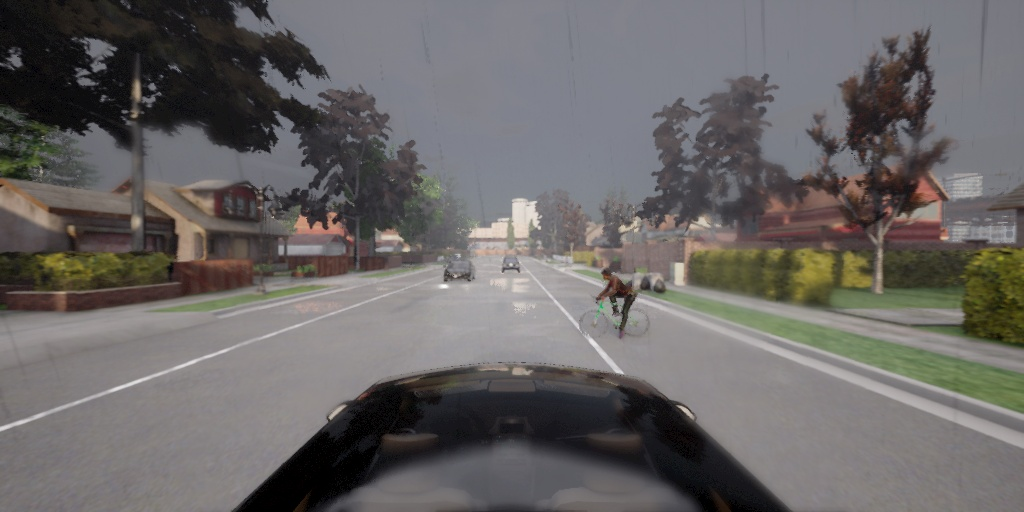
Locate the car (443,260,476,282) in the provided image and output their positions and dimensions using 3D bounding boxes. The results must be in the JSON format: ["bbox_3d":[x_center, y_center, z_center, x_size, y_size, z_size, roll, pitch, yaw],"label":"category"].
[{"bbox_3d":[-3.616,1.031,25.341,1.837,1.490,4.892,0,1,0],"label":"car"}]

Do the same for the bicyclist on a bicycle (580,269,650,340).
[{"bbox_3d":[2.380,1.124,8.372,1.656,1.620,0.582,-2,1,0],"label":"bicyclist on a bicycle"}]

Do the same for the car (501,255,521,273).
[{"bbox_3d":[-0.103,0.892,36.261,2.033,1.411,5.357,0,1,0],"label":"car"}]
